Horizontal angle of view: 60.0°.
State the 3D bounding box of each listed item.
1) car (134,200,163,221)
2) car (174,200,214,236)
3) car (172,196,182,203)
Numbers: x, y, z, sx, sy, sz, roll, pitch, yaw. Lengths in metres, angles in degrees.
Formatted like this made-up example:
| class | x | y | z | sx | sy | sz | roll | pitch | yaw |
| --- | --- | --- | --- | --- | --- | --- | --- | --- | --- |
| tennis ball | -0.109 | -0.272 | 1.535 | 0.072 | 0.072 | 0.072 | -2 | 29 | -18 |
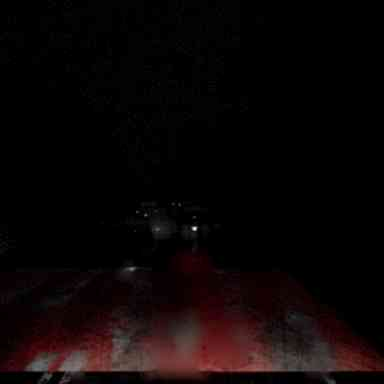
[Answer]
| class | x | y | z | sx | sy | sz | roll | pitch | yaw |
| --- | --- | --- | --- | --- | --- | --- | --- | --- | --- |
| car | -3.297 | 1.377 | 26.093 | 1.812 | 1.442 | 4.674 | 0 | 0 | 0 |
| car | 0.127 | 1.405 | 17.693 | 1.837 | 1.490 | 4.892 | 0 | 0 | 0 |
| car | -2.986 | 1.538 | 67.325 | 2.033 | 1.411 | 5.357 | 0 | -1 | 1 |
